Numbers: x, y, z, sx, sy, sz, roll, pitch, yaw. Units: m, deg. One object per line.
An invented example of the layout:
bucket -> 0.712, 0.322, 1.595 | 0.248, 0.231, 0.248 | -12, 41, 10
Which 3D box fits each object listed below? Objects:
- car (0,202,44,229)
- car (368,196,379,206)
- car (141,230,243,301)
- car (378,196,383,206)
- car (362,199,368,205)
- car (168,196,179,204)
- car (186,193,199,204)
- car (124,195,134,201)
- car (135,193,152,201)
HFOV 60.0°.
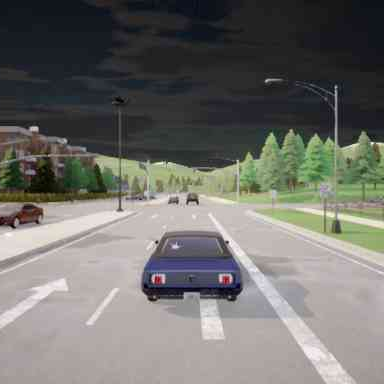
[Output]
car -> -11.553, 1.470, 21.800 | 1.882, 1.535, 5.008 | 0, 0, 0
car -> 30.981, 1.472, 51.995 | 4.902, 1.511, 2.128 | 0, 0, 0
car -> 0.001, 1.598, 8.240 | 1.895, 1.301, 4.718 | 0, 0, 0
car -> 30.424, 1.583, 48.498 | 4.718, 1.301, 1.895 | 0, 0, 0
car -> 30.759, 1.472, 55.480 | 4.902, 1.511, 2.128 | 0, 0, 0
car -> -3.416, 1.469, 62.959 | 2.128, 1.511, 4.902 | 0, 0, 0
car -> 0.088, 1.199, 62.955 | 2.150, 2.045, 5.566 | 0, 0, 0
car -> -15.250, 1.495, 81.413 | 1.812, 1.442, 4.674 | 0, 0, -1
car -> -11.750, 1.196, 81.434 | 2.150, 2.045, 5.566 | 0, 0, -1
